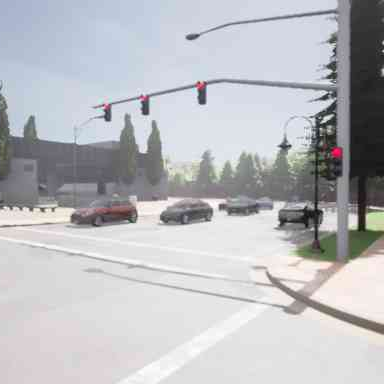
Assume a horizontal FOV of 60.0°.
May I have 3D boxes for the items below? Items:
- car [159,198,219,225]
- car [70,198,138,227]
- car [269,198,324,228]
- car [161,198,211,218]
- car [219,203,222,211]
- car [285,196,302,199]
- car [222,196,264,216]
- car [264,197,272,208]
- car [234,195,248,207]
[{"bbox_3d":[-0.310,1.393,23.478,1.837,1.490,4.892,0,0,35],"label":"car"},{"bbox_3d":[-5.717,1.235,21.936,2.097,1.767,4.553,0,0,36],"label":"car"},{"bbox_3d":[7.076,1.407,21.424,2.128,1.511,4.902,0,0,35],"label":"car"},{"bbox_3d":[-0.405,1.337,29.474,1.882,1.535,5.008,0,0,33],"label":"car"},{"bbox_3d":[4.409,1.431,38.145,1.895,1.301,4.718,0,0,21],"label":"car"},{"bbox_3d":[17.866,1.315,58.066,2.033,1.411,5.357,0,0,-6],"label":"car"},{"bbox_3d":[4.891,1.341,31.360,1.882,1.535,5.008,0,0,29],"label":"car"},{"bbox_3d":[8.955,1.354,40.745,1.812,1.442,4.674,0,0,16],"label":"car"},{"bbox_3d":[7.096,1.266,48.288,1.882,1.535,5.008,0,0,7],"label":"car"}]
